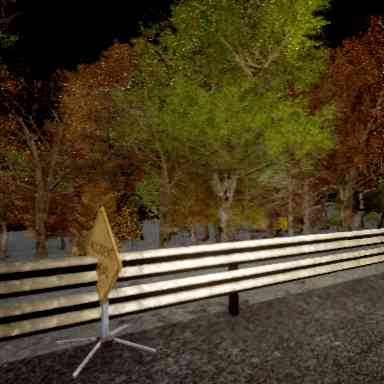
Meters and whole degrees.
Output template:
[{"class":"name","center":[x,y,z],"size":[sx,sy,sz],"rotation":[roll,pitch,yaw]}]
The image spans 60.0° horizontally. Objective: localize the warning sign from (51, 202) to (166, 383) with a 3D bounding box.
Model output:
[{"class":"warning sign","center":[-1.130,1.114,4.328],"size":[1.060,1.860,1.300],"rotation":[-1,2,-34]}]
